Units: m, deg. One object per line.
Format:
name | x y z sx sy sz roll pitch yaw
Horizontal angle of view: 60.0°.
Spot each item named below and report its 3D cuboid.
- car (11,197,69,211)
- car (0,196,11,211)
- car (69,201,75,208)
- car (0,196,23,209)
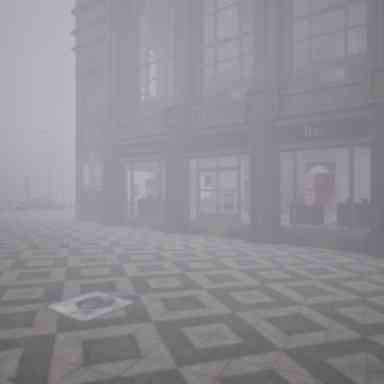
car | -14.670 1.162 32.145 1.947 1.339 4.313 0 -1 35
car | -17.947 1.126 27.517 2.008 1.369 4.403 0 0 35
car | -11.297 1.146 36.909 1.752 1.417 4.829 0 -1 35
car | -21.610 1.159 37.096 2.008 1.369 4.403 0 0 35
